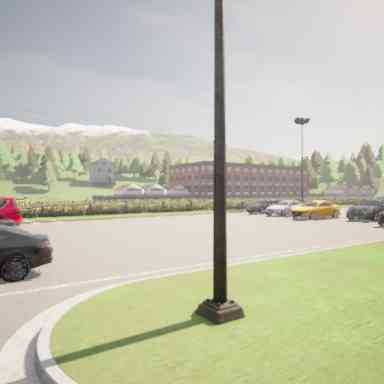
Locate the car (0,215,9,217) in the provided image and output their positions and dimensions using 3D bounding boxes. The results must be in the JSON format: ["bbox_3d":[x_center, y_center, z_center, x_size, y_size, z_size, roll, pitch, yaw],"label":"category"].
[{"bbox_3d":[-8.646,1.627,10.723,4.718,1.301,1.895,0,0,-34],"label":"car"}]

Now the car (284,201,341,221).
[{"bbox_3d":[10.339,1.482,27.785,5.008,1.535,1.882,0,0,-34],"label":"car"}]

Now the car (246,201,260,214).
[{"bbox_3d":[7.728,1.521,34.468,4.892,1.490,1.837,0,0,-34],"label":"car"}]

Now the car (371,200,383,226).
[{"bbox_3d":[14.218,1.469,21.958,5.008,1.535,1.882,0,0,-34],"label":"car"}]

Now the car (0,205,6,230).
[{"bbox_3d":[-13.882,1.571,19.842,4.674,1.442,1.812,0,0,-34],"label":"car"}]

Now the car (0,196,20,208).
[{"bbox_3d":[-11.771,1.260,17.062,5.566,2.045,2.150,0,0,-34],"label":"car"}]

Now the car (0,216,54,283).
[{"bbox_3d":[-5.968,1.545,8.293,4.674,1.442,1.812,0,0,-34],"label":"car"}]

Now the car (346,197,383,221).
[{"bbox_3d":[14.171,1.347,26.147,4.553,1.767,2.097,0,0,-34],"label":"car"}]

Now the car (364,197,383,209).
[{"bbox_3d":[26.568,1.468,46.994,5.008,1.535,1.882,0,0,-34],"label":"car"}]

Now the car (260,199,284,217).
[{"bbox_3d":[8.880,1.536,31.007,4.674,1.442,1.812,0,0,-34],"label":"car"}]

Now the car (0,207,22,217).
[{"bbox_3d":[-10.257,1.580,13.859,5.357,1.411,2.033,0,0,-34],"label":"car"}]
